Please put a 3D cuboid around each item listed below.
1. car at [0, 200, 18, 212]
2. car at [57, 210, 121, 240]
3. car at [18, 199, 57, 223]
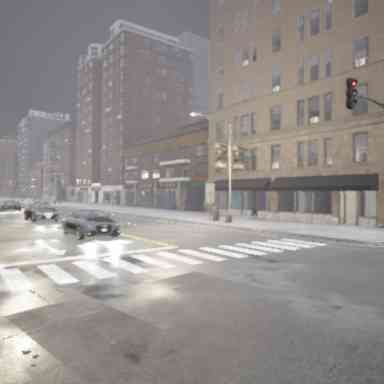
[{"bbox_3d":[-21.629,1.624,39.587,1.994,1.385,4.181,1,0,-36],"label":"car"},{"bbox_3d":[-5.364,1.632,17.560,1.994,1.385,4.181,1,-1,-36],"label":"car"},{"bbox_3d":[-12.085,1.561,26.639,2.128,1.511,4.902,1,-1,-36],"label":"car"}]
